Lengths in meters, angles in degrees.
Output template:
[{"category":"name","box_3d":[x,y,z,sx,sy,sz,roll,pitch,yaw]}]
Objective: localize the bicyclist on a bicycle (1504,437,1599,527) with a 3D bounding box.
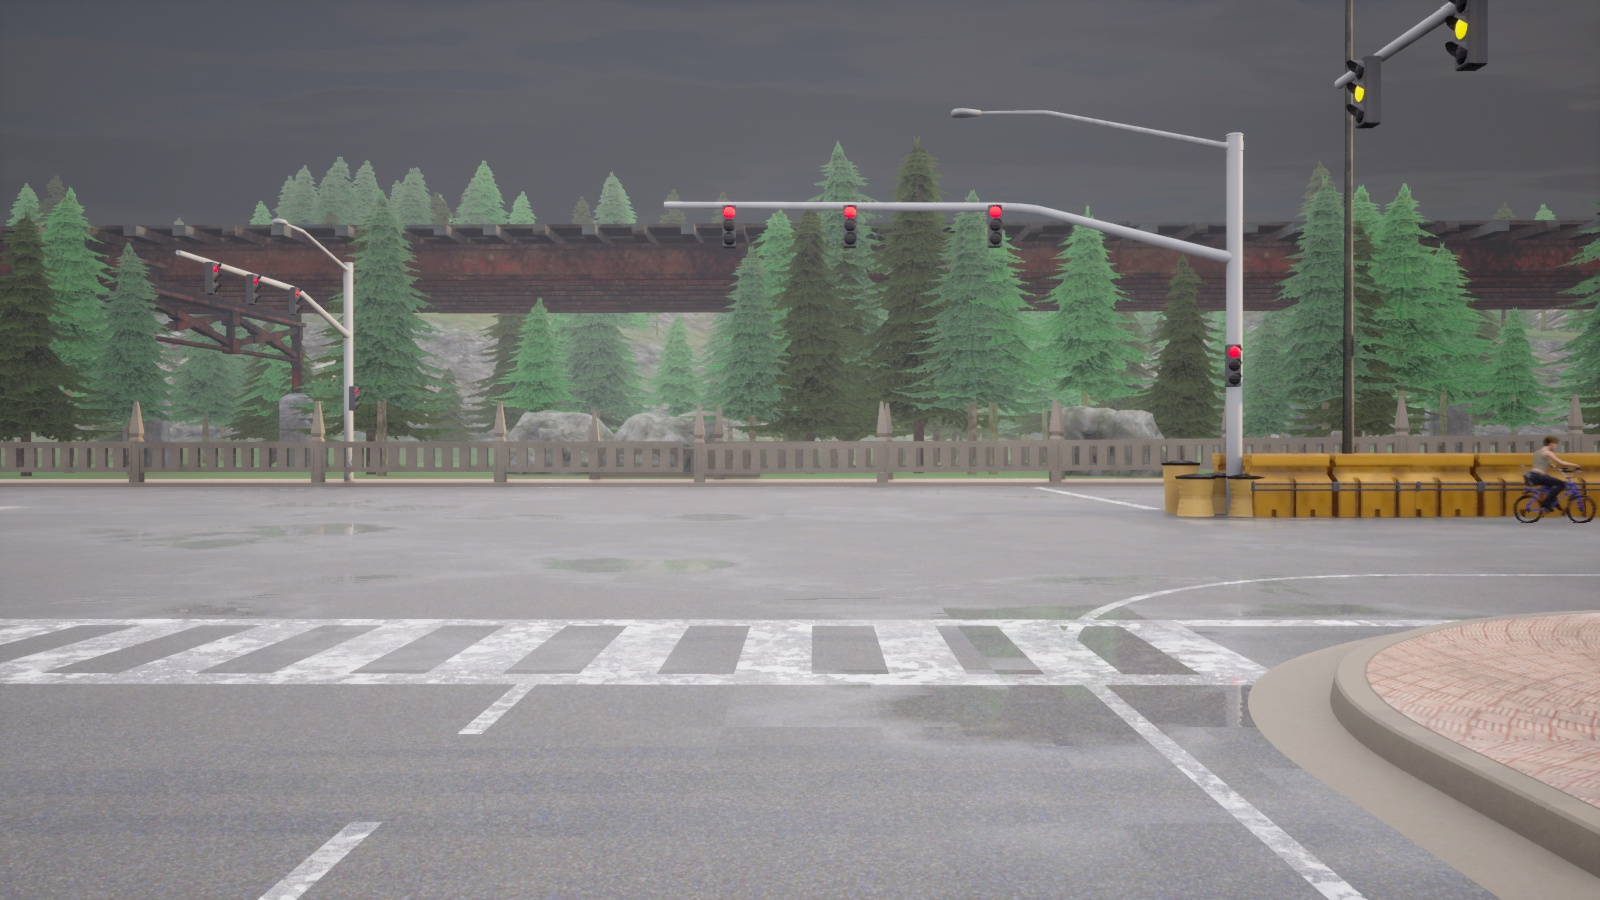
[{"category":"bicyclist on a bicycle","box_3d":[13.785,0.565,22.799,1.509,1.612,0.866,0,0,0]}]
